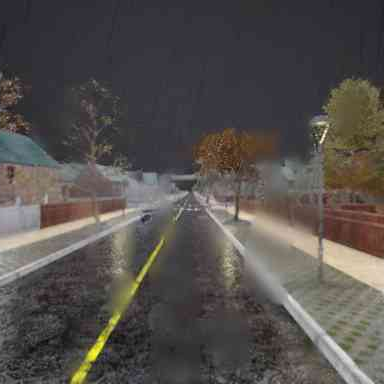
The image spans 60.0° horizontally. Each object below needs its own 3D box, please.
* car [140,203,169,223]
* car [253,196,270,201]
[{"bbox_3d":[-2.853,1.617,26.349,2.033,1.411,5.357,0,0,0],"label":"car"},{"bbox_3d":[11.408,1.432,51.313,5.008,1.535,1.882,-1,2,0],"label":"car"}]
